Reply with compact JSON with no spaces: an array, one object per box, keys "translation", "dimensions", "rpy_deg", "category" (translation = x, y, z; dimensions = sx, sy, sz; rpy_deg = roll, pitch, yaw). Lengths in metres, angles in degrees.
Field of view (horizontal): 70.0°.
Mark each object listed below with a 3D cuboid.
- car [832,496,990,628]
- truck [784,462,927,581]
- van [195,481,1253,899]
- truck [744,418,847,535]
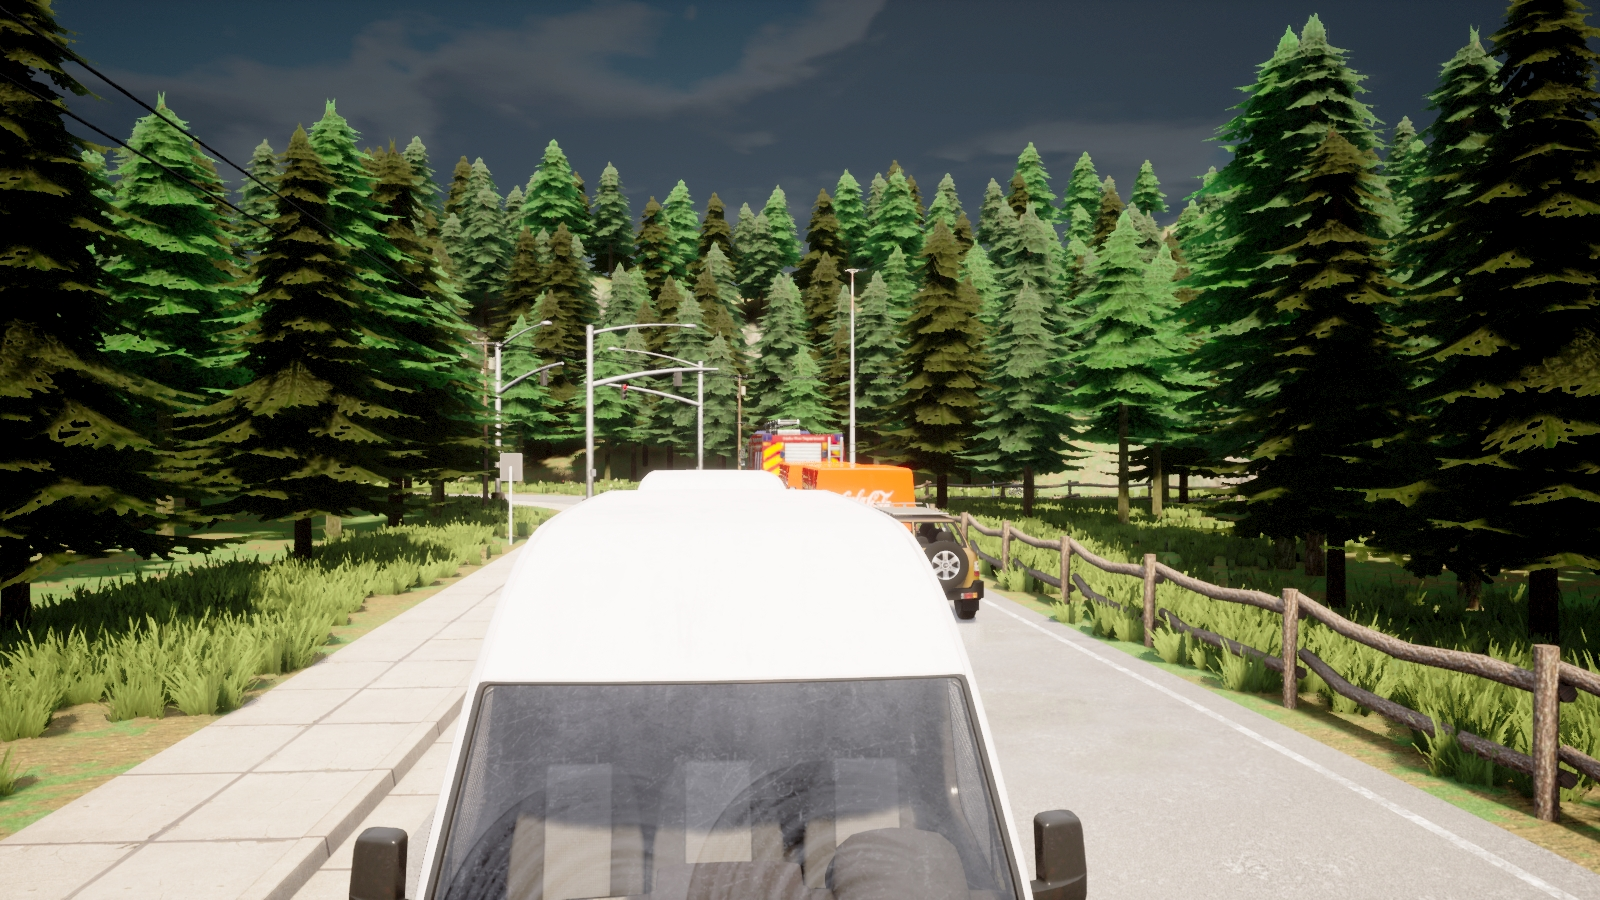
[{"translation":[1.804,1.837,20.140],"dimensions":[1.932,1.855,4.605],"rpy_deg":[0,0,-5],"category":"car"},{"translation":[1.154,1.541,26.871],"dimensions":[2.627,2.467,5.204],"rpy_deg":[0,0,-5],"category":"truck"},{"translation":[-0.340,1.499,5.101],"dimensions":[1.988,2.561,5.915],"rpy_deg":[0,0,-5],"category":"van"},{"translation":[-0.334,0.864,41.737],"dimensions":[2.891,3.827,8.468],"rpy_deg":[0,0,-6],"category":"truck"}]
